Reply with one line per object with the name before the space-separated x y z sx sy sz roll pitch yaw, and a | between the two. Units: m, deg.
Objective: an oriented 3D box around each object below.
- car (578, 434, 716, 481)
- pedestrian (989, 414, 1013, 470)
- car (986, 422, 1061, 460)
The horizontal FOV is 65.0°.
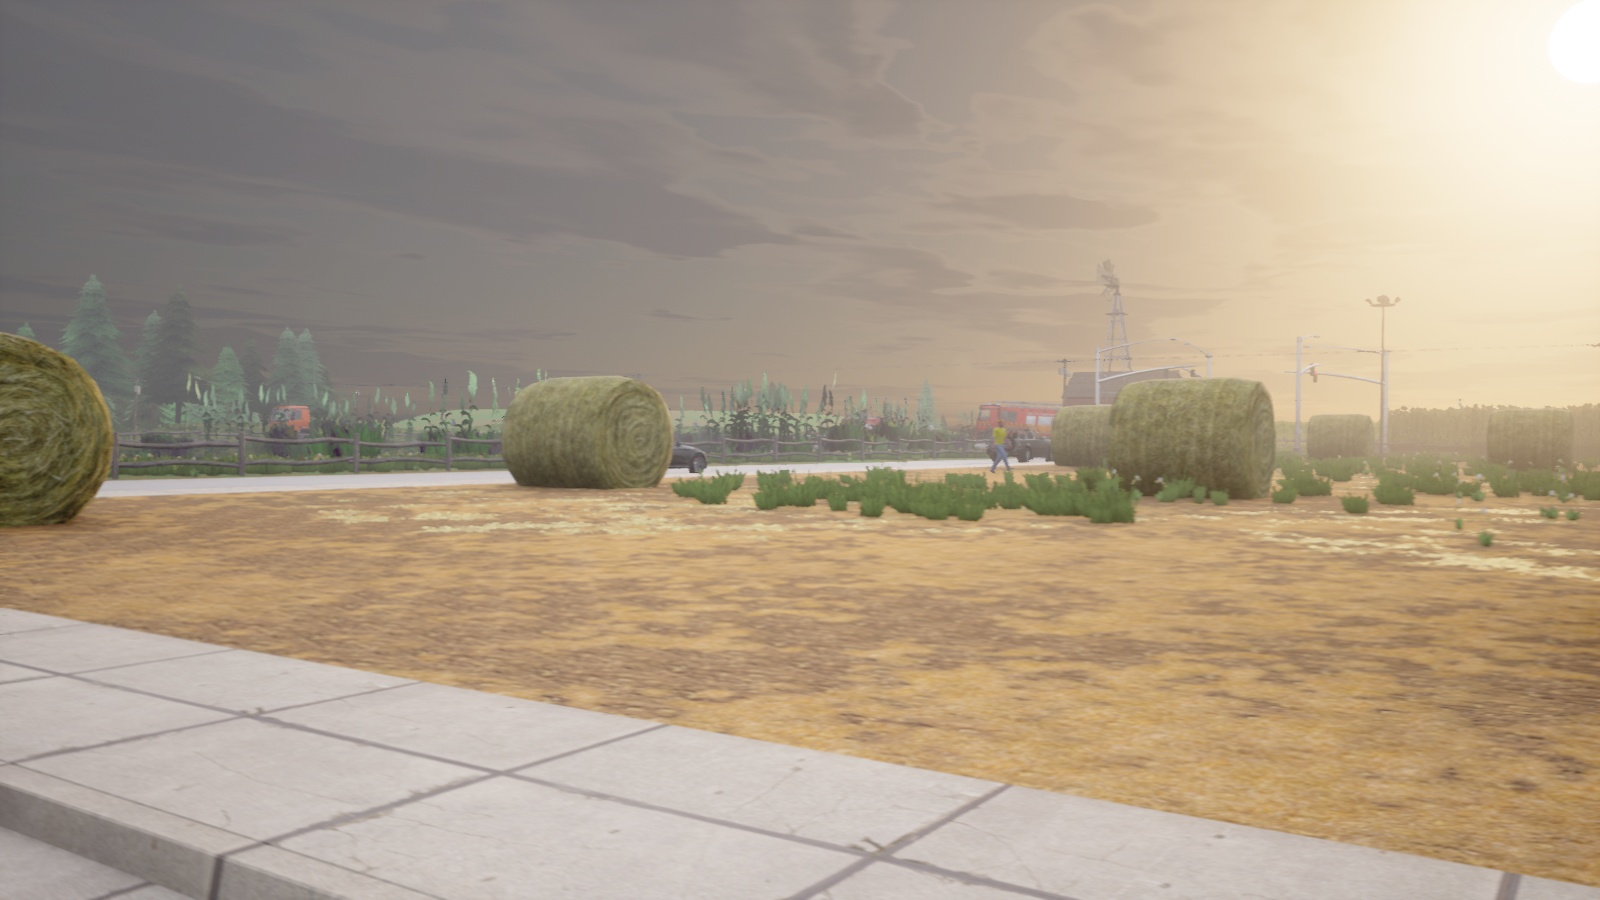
car | -4.982 0.201 41.528 1.812 1.442 4.674 0 1 36
pedestrian | 6.648 -0.279 41.488 0.354 1.836 0.706 -1 1 -44
car | 11.377 -0.460 63.730 1.932 1.855 4.605 0 1 36
